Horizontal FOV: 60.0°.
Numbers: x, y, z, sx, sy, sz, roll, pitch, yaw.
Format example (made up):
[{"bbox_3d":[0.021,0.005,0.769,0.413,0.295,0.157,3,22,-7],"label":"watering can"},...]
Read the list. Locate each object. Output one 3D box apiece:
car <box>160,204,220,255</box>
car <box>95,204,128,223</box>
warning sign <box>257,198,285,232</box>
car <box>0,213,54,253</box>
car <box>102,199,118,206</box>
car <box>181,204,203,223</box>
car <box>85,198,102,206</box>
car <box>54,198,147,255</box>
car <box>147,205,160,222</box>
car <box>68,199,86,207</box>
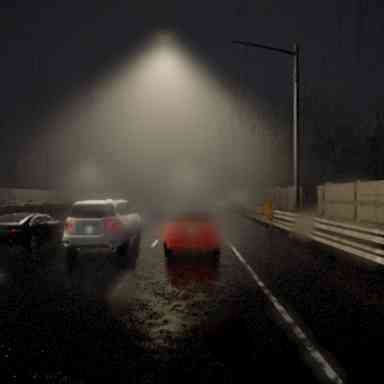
[{"bbox_3d":[0.004,1.492,14.077,2.097,1.767,4.553,0,-1,0],"label":"car"},{"bbox_3d":[-6.990,1.825,29.373,1.812,1.442,4.674,0,0,0],"label":"car"},{"bbox_3d":[4.547,1.310,19.227,1.300,1.860,1.060,0,-1,0],"label":"warning sign"},{"bbox_3d":[-6.994,1.637,14.298,2.128,1.511,4.902,0,0,0],"label":"car"},{"bbox_3d":[-17.485,2.294,70.979,2.033,1.411,5.357,0,-1,0],"label":"car"},{"bbox_3d":[0.010,1.825,29.396,1.812,1.442,4.674,0,0,0],"label":"car"},{"bbox_3d":[-20.985,2.110,71.012,2.097,1.767,4.553,0,-1,0],"label":"car"},{"bbox_3d":[-3.496,1.358,14.018,2.150,2.045,5.566,0,0,0],"label":"car"},{"bbox_3d":[-3.488,1.863,29.303,1.994,1.385,4.181,0,-1,0],"label":"car"},{"bbox_3d":[-24.485,2.280,70.981,2.128,1.511,4.902,0,-1,0],"label":"car"}]
